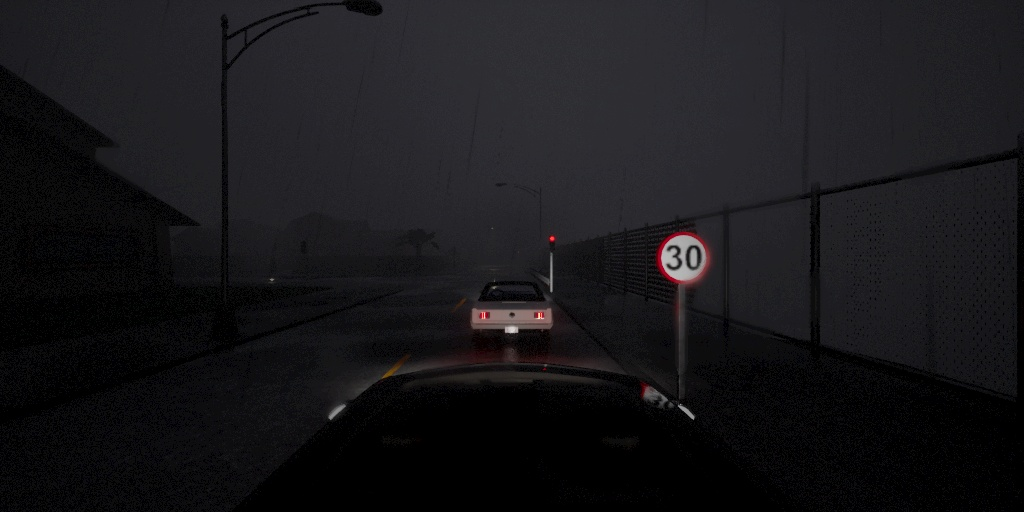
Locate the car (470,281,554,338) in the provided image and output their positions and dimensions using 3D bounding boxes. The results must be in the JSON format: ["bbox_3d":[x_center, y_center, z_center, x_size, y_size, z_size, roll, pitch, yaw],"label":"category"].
[{"bbox_3d":[-0.002,1.351,10.186,1.895,1.301,4.718,0,0,0],"label":"car"}]

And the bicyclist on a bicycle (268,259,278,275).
[{"bbox_3d":[-24.322,1.099,36.495,0.582,1.620,1.656,0,0,0],"label":"bicyclist on a bicycle"}]
